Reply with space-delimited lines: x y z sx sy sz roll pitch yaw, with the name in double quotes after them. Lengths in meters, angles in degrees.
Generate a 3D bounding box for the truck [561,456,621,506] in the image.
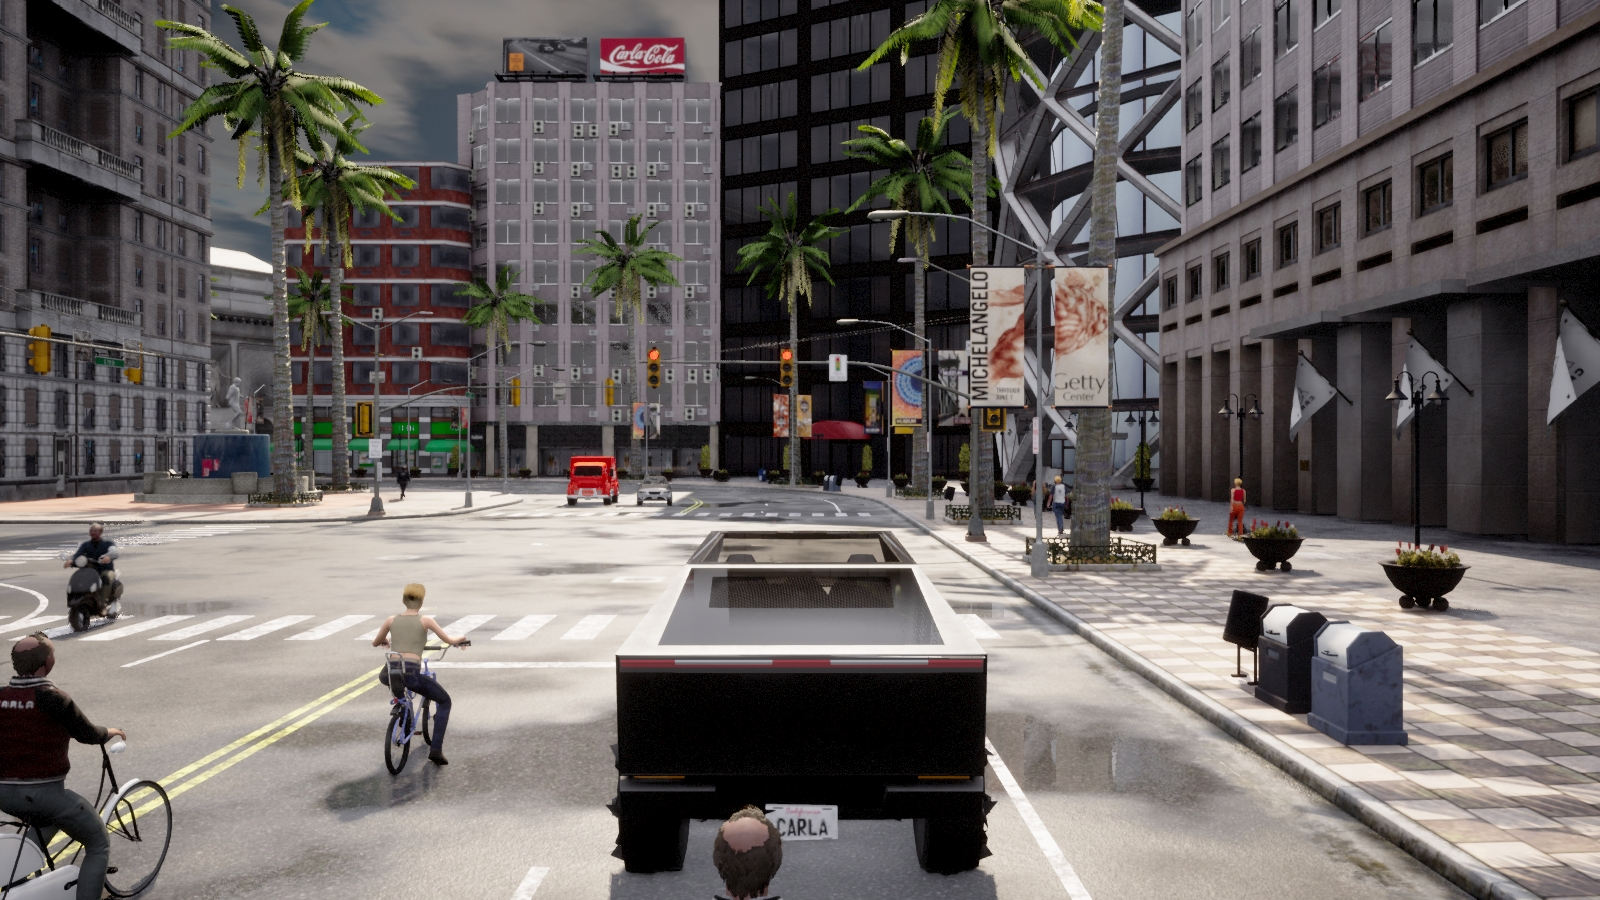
-10.821 1.568 59.475 2.627 2.467 5.204 0 0 -5 "truck"

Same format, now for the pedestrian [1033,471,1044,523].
8.678 1.698 41.550 0.375 1.860 0.375 0 0 11 "pedestrian"

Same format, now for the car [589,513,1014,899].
0.011 1.753 9.550 2.390 2.098 6.274 0 0 0 "car"

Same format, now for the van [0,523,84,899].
-3.501 1.534 1.043 1.988 2.561 5.915 0 0 0 "van"

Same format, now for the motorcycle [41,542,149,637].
-11.166 2.182 18.169 0.856 1.236 1.805 -3 0 -12 "motorcycle"

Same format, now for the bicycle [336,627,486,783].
-3.473 2.256 10.347 0.859 1.080 1.487 0 0 0 "bicycle"

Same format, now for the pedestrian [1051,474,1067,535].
8.056 1.694 35.569 0.375 1.860 0.375 0 0 -5 "pedestrian"

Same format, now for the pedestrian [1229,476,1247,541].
12.719 1.704 33.191 0.375 1.860 0.375 0 0 0 "pedestrian"

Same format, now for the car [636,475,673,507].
-7.460 2.066 58.811 1.816 1.474 4.193 0 0 -7 "car"

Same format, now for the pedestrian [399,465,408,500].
-20.835 1.696 60.088 0.375 1.860 0.375 0 0 -4 "pedestrian"

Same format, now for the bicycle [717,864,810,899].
-0.147 2.210 3.549 0.329 1.171 1.835 0 0 1 "bicycle"

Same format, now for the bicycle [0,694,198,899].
-4.243 2.210 6.662 0.329 1.171 1.835 0 0 6 "bicycle"
